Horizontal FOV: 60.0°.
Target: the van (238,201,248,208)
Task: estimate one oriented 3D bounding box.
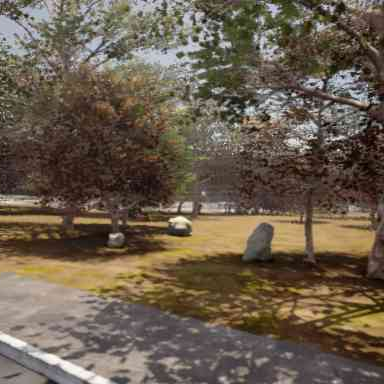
[{"bbox_3d":[12.838,3.365,92.910,1.878,1.987,4.442,4,0,45],"label":"van"}]

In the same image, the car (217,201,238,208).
[{"bbox_3d":[9.009,3.104,89.030,2.435,2.045,5.566,4,0,45],"label":"car"}]
